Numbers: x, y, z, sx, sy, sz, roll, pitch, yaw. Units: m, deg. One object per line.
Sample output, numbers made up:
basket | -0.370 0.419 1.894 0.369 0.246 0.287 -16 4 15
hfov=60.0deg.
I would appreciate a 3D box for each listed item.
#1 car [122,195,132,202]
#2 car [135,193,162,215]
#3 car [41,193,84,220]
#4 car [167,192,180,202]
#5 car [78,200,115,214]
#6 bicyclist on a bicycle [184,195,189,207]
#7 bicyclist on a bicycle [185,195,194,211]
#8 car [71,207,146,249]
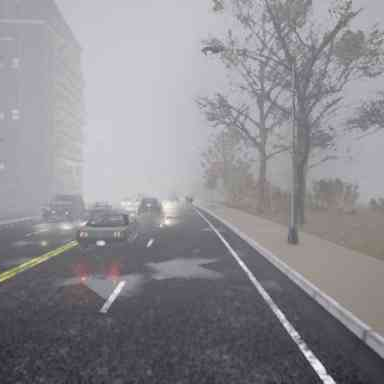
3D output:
car | -13.283 1.283 68.216 2.128 1.511 4.902 0 0 -6
car | -3.977 1.241 32.050 2.097 1.767 4.553 0 0 -3
car | -10.471 1.135 27.612 2.150 2.045 5.566 0 0 -2
car | -3.667 1.293 70.025 1.994 1.385 4.181 0 0 -6
car | -7.171 1.477 26.345 1.994 1.385 4.181 0 0 -2
bicyclist on a bicycle | -0.728 1.285 46.008 0.582 1.620 1.656 0 0 -4
bicyclist on a bicycle | -0.130 1.240 36.260 0.659 1.776 1.843 0 0 -3
car | -3.340 1.554 14.261 1.895 1.301 4.718 0 0 -1
